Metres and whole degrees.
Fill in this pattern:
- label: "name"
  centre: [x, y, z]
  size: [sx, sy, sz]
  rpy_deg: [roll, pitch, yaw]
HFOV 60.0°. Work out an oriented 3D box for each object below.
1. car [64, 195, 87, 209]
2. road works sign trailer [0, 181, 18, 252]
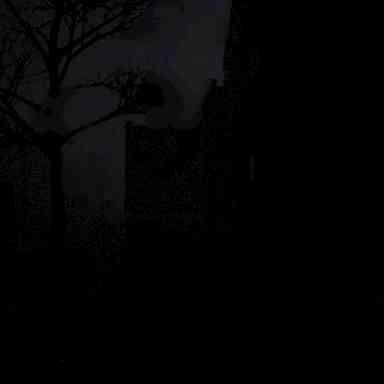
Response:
- label: "car"
  centre: [-17.805, 1.418, 49.142]
  size: [2.150, 2.045, 5.566]
  rpy_deg: [1, 0, 16]
- label: "road works sign trailer"
  centre: [-7.743, 0.942, 10.855]
  size: [3.560, 2.380, 2.880]
  rpy_deg: [-4, 2, -9]
